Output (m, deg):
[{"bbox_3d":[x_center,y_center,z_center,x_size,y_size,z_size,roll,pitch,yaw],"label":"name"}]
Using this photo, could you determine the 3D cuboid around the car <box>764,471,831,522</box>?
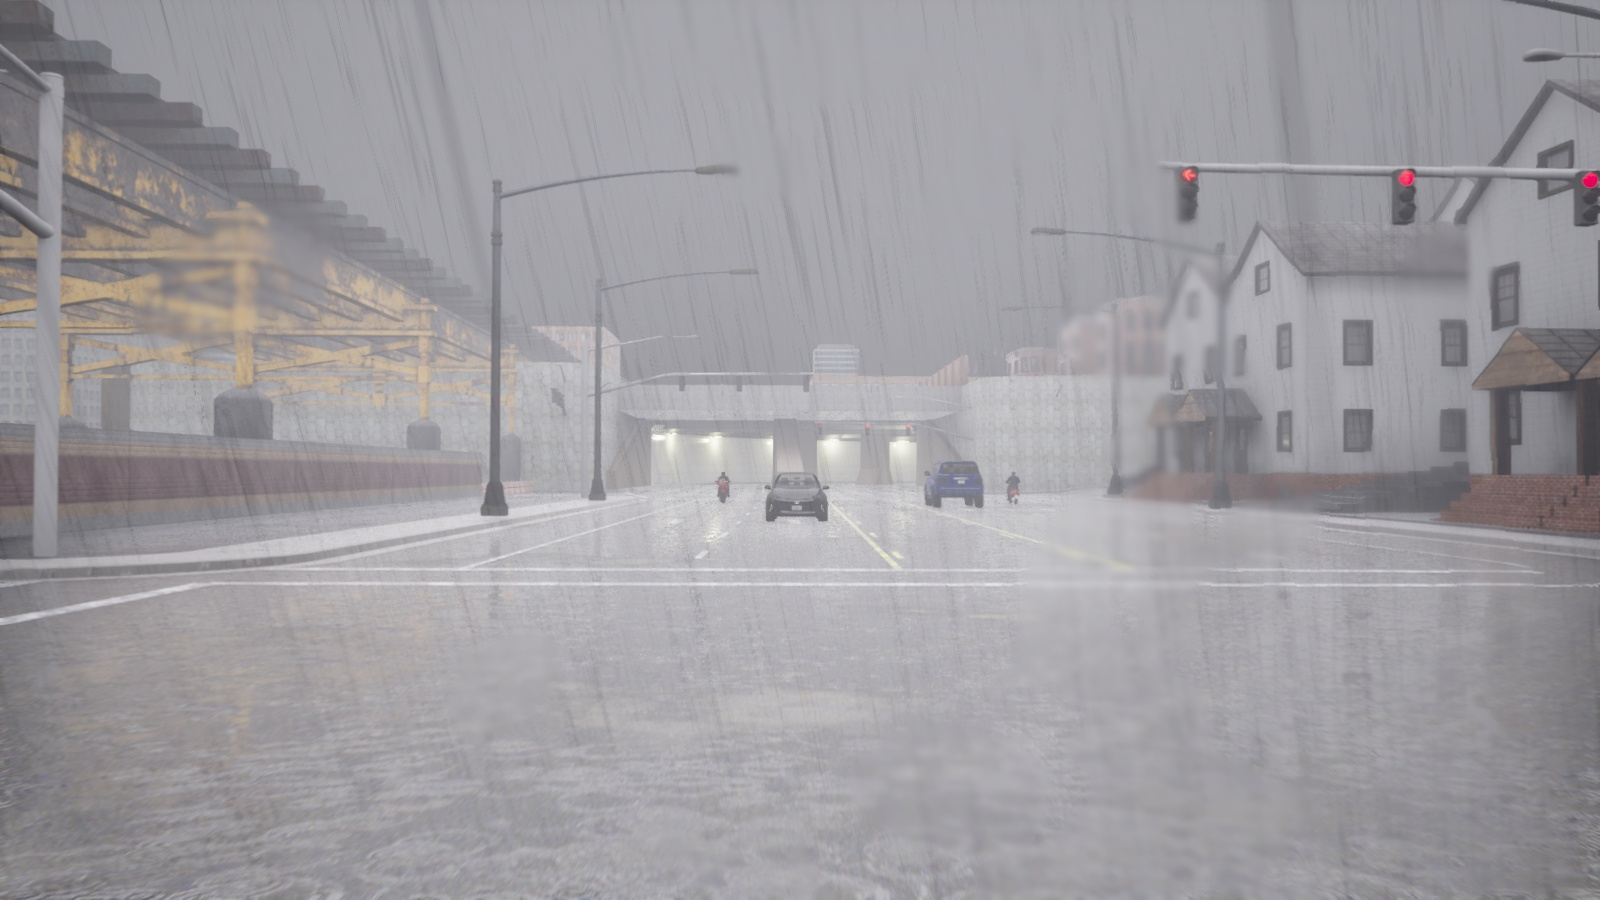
[{"bbox_3d":[-0.090,1.429,39.871,2.007,1.525,4.514,0,-1,0],"label":"car"}]

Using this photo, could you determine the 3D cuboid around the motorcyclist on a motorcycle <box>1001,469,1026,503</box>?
[{"bbox_3d":[10.389,1.749,61.169,0.866,1.590,1.817,0,0,-1],"label":"motorcyclist on a motorcycle"}]

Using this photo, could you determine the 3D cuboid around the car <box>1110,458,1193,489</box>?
[{"bbox_3d":[22.492,1.525,80.452,4.674,1.442,1.812,-7,-1,-1],"label":"car"}]

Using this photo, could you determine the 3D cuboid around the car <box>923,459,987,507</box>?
[{"bbox_3d":[6.872,1.448,56.262,2.150,2.045,5.566,0,-1,0],"label":"car"}]

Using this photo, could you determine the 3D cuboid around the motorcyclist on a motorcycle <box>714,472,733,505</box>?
[{"bbox_3d":[-3.634,1.813,59.835,0.797,1.523,2.044,0,-1,0],"label":"motorcyclist on a motorcycle"}]
